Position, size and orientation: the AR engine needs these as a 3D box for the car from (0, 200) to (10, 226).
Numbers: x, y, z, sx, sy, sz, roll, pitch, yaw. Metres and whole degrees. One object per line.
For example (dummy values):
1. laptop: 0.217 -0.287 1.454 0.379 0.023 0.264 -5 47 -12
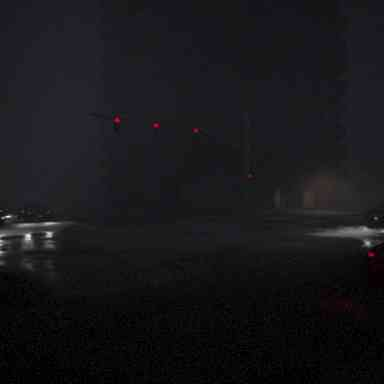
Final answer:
1. car: -14.256 1.215 22.740 2.150 2.045 5.566 0 0 -36

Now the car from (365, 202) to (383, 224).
1. car: 13.504 1.380 22.197 4.902 1.511 2.128 0 0 -35

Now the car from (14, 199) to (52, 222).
1. car: -12.542 1.503 26.382 1.812 1.442 4.674 0 0 -36

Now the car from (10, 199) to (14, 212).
1. car: -18.567 1.503 34.734 1.812 1.442 4.674 0 0 -36

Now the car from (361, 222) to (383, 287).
1. car: 5.932 1.520 7.980 4.181 1.385 1.994 0 0 -36
